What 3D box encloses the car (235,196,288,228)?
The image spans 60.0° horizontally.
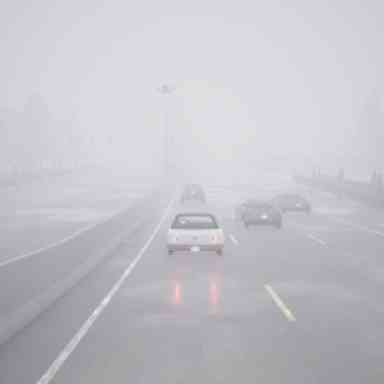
[{"bbox_3d":[3.602,1.074,18.543,1.994,1.385,4.181,0,3,0],"label":"car"}]

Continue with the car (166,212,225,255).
[{"bbox_3d":[0.104,1.412,12.575,1.895,1.301,4.718,0,2,0],"label":"car"}]

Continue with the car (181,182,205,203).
[{"bbox_3d":[0.064,-0.117,29.743,2.097,1.767,4.553,0,6,0],"label":"car"}]

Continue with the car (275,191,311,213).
[{"bbox_3d":[7.089,0.647,24.180,1.994,1.385,4.181,0,5,0],"label":"car"}]
